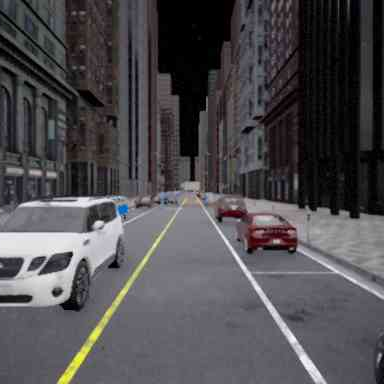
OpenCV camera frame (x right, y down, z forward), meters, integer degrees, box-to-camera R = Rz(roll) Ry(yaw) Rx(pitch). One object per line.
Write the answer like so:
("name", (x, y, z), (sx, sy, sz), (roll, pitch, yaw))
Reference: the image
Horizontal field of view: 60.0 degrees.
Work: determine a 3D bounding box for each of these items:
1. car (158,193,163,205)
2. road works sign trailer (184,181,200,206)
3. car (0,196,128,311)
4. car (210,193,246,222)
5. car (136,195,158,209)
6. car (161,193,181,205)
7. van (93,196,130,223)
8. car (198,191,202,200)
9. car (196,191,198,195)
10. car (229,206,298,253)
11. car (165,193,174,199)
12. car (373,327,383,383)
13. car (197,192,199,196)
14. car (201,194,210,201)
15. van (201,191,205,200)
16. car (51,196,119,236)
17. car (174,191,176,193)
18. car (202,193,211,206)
("car", (-5.771, 1.252, 52.517), (1.947, 1.339, 4.313), (0, 0, 0))
("road works sign trailer", (-0.006, 0.171, 48.840), (2.380, 3.560, 2.880), (0, 0, 0))
("car", (-3.102, 1.170, 7.970), (2.150, 2.045, 5.566), (0, 0, 0))
("car", (2.757, 1.162, 24.348), (2.192, 1.841, 5.009), (0, 0, 0))
("car", (-5.770, 1.294, 41.244), (1.887, 1.381, 4.507), (0, 0, 0))
("car", (-3.084, 1.268, 49.454), (1.994, 1.385, 4.181), (0, 0, 0))
("van", (-5.768, 1.188, 24.333), (1.690, 1.788, 3.998), (0, 0, 0))
("car", (2.752, 1.065, 63.803), (1.967, 1.590, 4.097), (0, 0, 0))
("car", (2.749, 0.942, 86.347), (1.967, 1.590, 4.097), (0, 0, 0))
("car", (2.759, 1.461, 13.078), (1.887, 1.381, 4.507), (0, 0, 0))
("car", (-5.775, 1.047, 86.337), (1.887, 1.381, 4.507), (0, 0, 0))
("car", (2.760, 1.538, 1.806), (2.008, 1.369, 4.403), (0, 0, 0))
("car", (2.751, 1.114, 75.076), (2.008, 1.369, 4.403), (0, 0, 0))
("car", (2.752, 1.118, 69.610), (1.752, 1.417, 4.829), (0, 0, 0))
("van", (2.753, 1.027, 52.529), (1.690, 1.788, 3.998), (0, 0, 0))
("car", (-5.767, 1.197, 18.696), (2.192, 1.841, 5.009), (0, 0, 0))
("car", (-5.776, 0.848, 80.699), (2.192, 1.841, 5.009), (0, 0, 0))
("car", (2.754, 1.241, 47.065), (1.752, 1.417, 4.829), (0, 0, 0))
